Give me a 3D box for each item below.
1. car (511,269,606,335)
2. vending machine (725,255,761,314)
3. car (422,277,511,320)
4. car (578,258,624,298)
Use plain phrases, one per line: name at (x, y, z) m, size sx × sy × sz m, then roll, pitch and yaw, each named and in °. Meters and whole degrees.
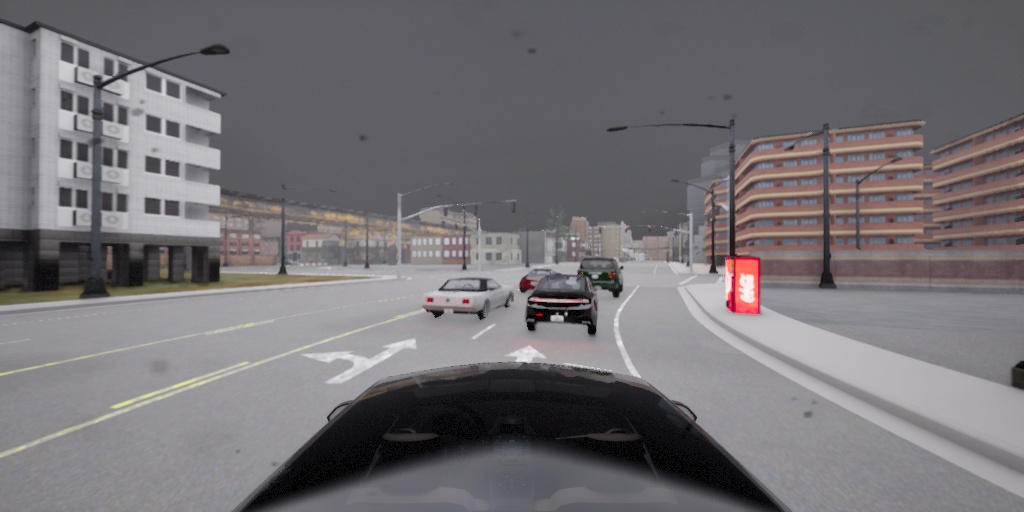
car at (1.657, 1.309, 10.914) m, size 2.128 × 1.511 × 4.902 m, roll 0°, pitch -1°, yaw 14°
vending machine at (8.067, 1.037, 12.523) m, size 1.100 × 2.100 × 0.880 m, roll 0°, pitch 0°, yaw 21°
car at (-1.343, 1.432, 13.222) m, size 1.895 × 1.301 × 4.718 m, roll 0°, pitch 0°, yaw 16°
car at (4.973, 1.113, 20.089) m, size 2.150 × 2.045 × 5.566 m, roll 0°, pitch 0°, yaw 20°
